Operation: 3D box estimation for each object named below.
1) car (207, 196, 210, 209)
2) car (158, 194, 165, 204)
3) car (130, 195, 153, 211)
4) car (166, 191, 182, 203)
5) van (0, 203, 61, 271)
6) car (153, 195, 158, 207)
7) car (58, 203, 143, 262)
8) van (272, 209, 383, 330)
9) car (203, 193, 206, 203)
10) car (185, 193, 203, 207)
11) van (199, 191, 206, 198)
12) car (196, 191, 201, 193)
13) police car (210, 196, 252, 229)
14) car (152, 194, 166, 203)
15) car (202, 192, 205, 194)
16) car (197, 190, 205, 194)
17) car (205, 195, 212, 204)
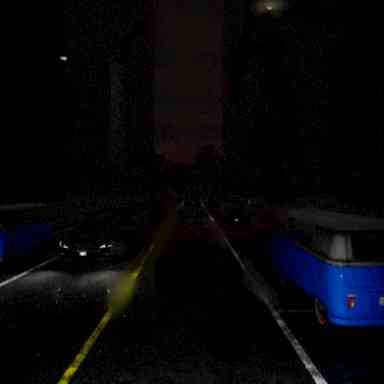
[{"bbox_3d":[2.779,1.326,31.840,1.947,1.339,4.313,-1,0,0],"label":"car"},{"bbox_3d":[-5.729,1.136,52.483,2.008,1.369,4.403,-1,1,0],"label":"car"},{"bbox_3d":[-5.743,1.268,36.350,1.887,1.381,4.507,-1,0,0],"label":"car"},{"bbox_3d":[-2.954,1.084,57.726,2.033,1.411,5.357,0,0,0],"label":"car"},{"bbox_3d":[-5.767,1.265,10.264,1.690,1.788,3.998,-1,0,0],"label":"van"},{"bbox_3d":[-5.738,1.261,41.728,1.802,1.307,4.206,-1,0,0],"label":"car"},{"bbox_3d":[-3.093,1.413,11.788,1.837,1.490,4.892,0,2,0],"label":"car"},{"bbox_3d":[2.793,1.292,6.568,1.690,1.788,3.998,-1,0,0],"label":"van"},{"bbox_3d":[2.788,1.226,42.245,2.008,1.369,4.403,-1,1,0],"label":"car"},{"bbox_3d":[0.069,1.234,42.772,1.994,1.385,4.181,0,1,0],"label":"car"},{"bbox_3d":[2.827,0.551,90.510,1.690,1.788,3.998,-1,1,0],"label":"van"},{"bbox_3d":[0.047,1.083,53.211,1.837,1.490,4.892,0,0,0],"label":"car"},{"bbox_3d":[2.383,1.272,20.457,1.930,1.638,5.238,0,0,0],"label":"police car"},{"bbox_3d":[-5.724,1.102,57.862,1.947,1.339,4.313,-1,1,0],"label":"car"},{"bbox_3d":[2.797,1.108,52.820,1.752,1.417,4.829,-1,1,0],"label":"car"},{"bbox_3d":[2.824,0.794,85.002,1.752,1.417,4.829,-1,1,0],"label":"car"},{"bbox_3d":[2.784,1.284,37.043,1.947,1.339,4.313,-1,0,0],"label":"car"}]
